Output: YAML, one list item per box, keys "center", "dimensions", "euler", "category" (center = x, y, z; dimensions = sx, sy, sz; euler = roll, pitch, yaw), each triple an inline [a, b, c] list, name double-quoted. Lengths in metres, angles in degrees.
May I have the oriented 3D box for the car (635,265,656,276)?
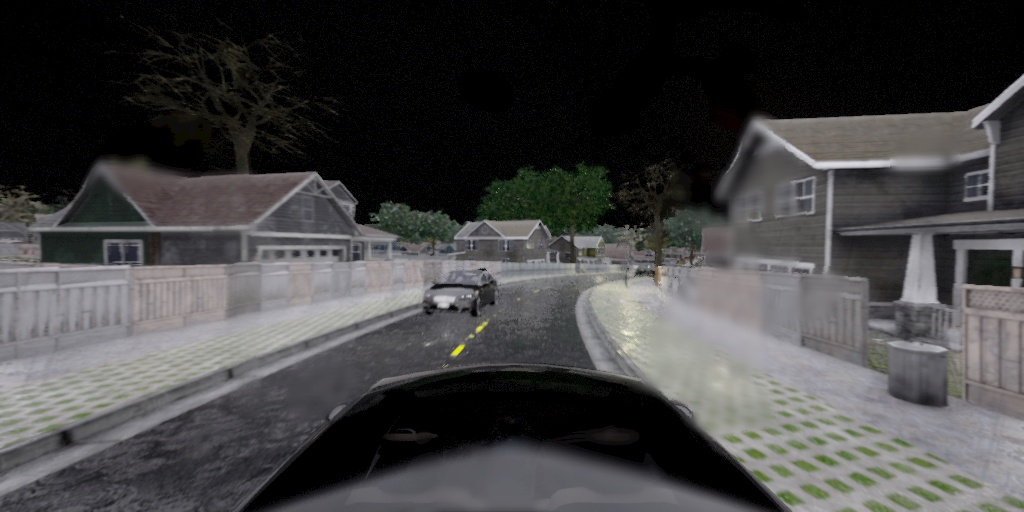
- center: [21.118, 2.219, 57.088]
  dimensions: [2.097, 1.767, 4.553]
  euler: [2, -1, 31]
  category: "car"

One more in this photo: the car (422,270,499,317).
- center: [-1.720, 1.270, 13.390]
  dimensions: [2.128, 1.511, 4.902]
  euler: [1, -1, 9]
  category: "car"
